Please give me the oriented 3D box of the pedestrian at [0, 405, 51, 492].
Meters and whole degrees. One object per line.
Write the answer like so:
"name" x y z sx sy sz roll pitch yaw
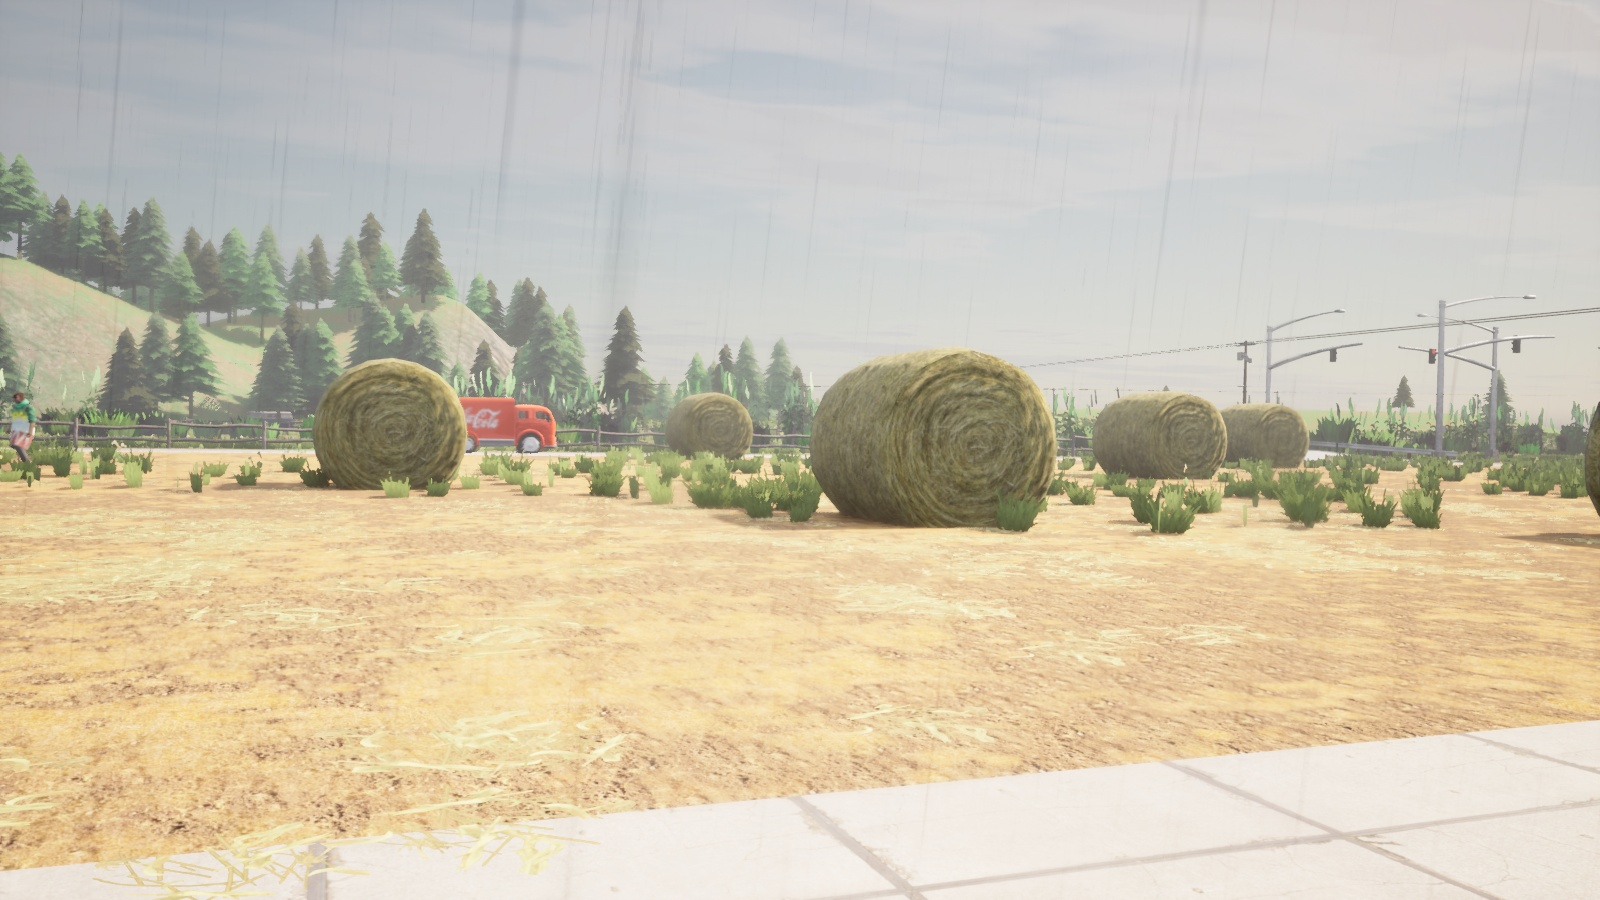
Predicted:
"pedestrian" -17.855 -0.040 28.854 0.659 1.952 0.873 0 1 26

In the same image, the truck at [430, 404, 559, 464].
"truck" -13.050 -0.708 53.593 5.204 2.467 2.627 -1 1 -17
